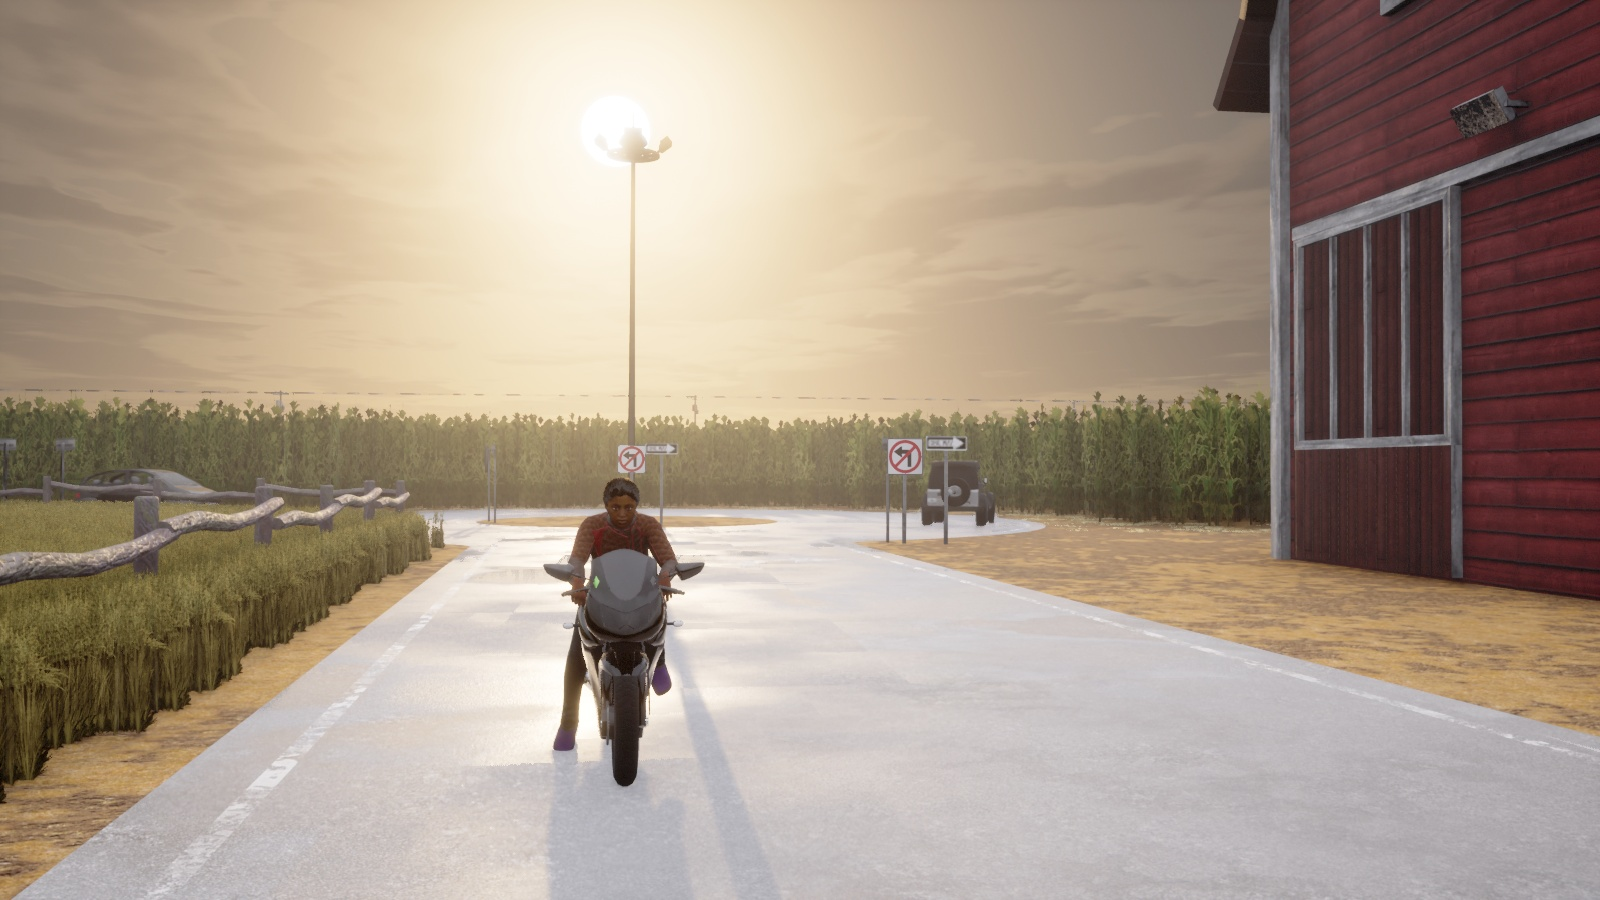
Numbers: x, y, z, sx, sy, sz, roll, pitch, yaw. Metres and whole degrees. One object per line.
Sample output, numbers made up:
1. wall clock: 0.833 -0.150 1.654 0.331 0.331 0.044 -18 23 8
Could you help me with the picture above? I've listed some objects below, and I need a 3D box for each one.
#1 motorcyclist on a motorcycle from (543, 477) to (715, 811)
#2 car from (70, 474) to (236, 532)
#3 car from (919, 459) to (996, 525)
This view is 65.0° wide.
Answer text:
1. motorcyclist on a motorcycle: -0.978 0.916 6.865 0.797 1.523 2.044 0 -1 -10
2. car: -17.765 1.443 34.559 3.705 1.549 1.789 0 -1 8
3. car: 4.750 1.220 37.533 1.905 1.878 3.866 0 -1 13
